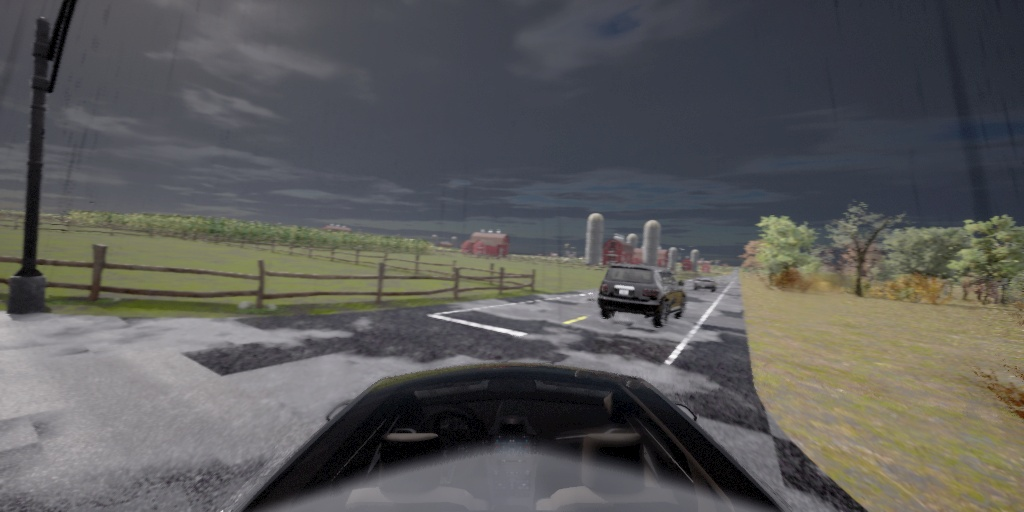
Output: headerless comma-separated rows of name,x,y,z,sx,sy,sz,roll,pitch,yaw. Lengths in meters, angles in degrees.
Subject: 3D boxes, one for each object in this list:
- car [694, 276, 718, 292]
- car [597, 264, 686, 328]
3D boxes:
car,20.118,2.872,37.258,2.128,1.511,4.902,4,0,32
car,5.192,1.407,13.904,2.150,2.045,5.566,4,-1,35
